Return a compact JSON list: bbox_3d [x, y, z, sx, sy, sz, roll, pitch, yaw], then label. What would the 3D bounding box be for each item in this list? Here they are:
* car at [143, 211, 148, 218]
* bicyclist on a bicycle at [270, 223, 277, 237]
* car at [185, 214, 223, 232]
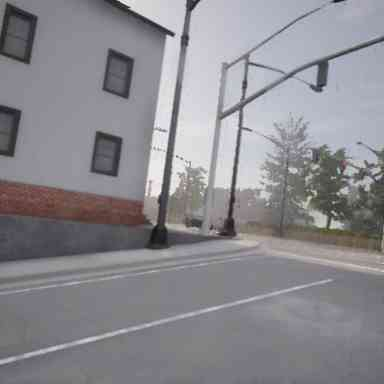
[{"bbox_3d":[-8.292,3.476,50.226,1.837,1.490,4.892,11,-6,-35],"label":"car"},{"bbox_3d":[9.344,4.336,38.120,1.656,1.620,0.582,1,-21,-39],"label":"bicyclist on a bicycle"},{"bbox_3d":[1.281,2.882,30.844,2.128,1.511,4.902,11,-6,-35],"label":"car"}]
